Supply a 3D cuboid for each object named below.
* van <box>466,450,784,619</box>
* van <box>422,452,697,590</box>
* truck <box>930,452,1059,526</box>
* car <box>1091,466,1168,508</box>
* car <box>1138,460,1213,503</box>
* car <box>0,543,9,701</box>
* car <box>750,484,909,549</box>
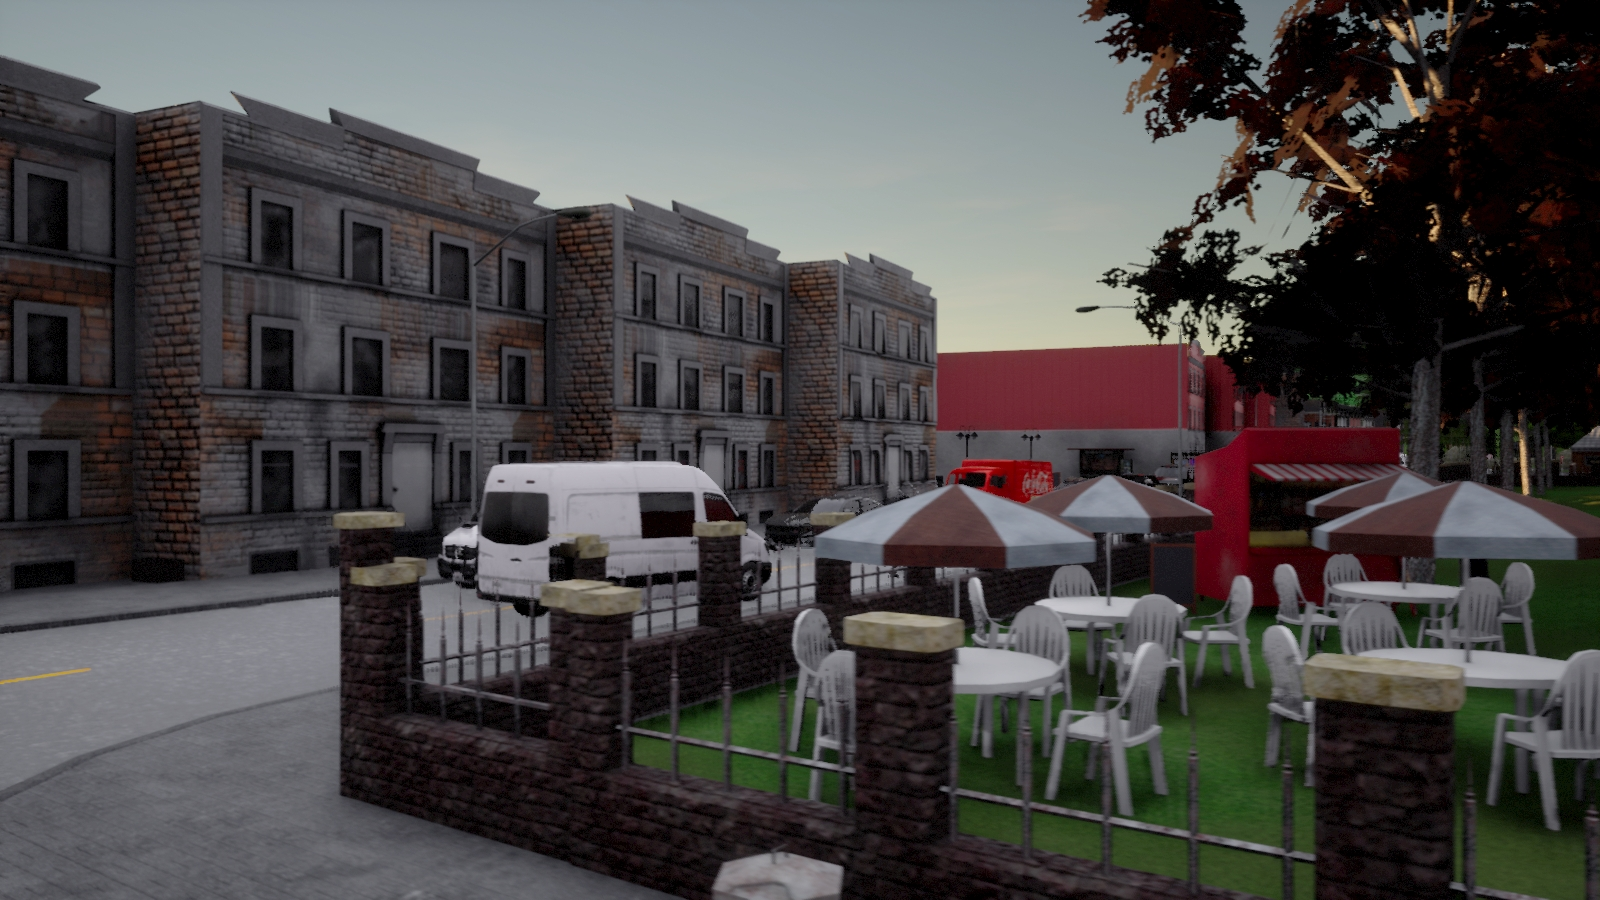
[{"bbox_3d":[-2.849,1.311,20.237,1.988,2.561,5.915,0,-1,35],"label":"van"},{"bbox_3d":[-4.863,1.315,24.167,1.988,2.561,5.915,0,0,35],"label":"van"},{"bbox_3d":[7.102,1.362,41.268,2.627,2.467,5.204,0,-1,35],"label":"truck"},{"bbox_3d":[15.380,1.686,53.169,2.097,1.767,4.553,0,0,35],"label":"car"},{"bbox_3d":[19.339,1.560,58.719,2.150,2.045,5.566,0,0,35],"label":"car"},{"bbox_3d":[-8.872,1.781,9.829,1.851,1.617,3.988,0,0,-9],"label":"car"},{"bbox_3d":[0.935,1.815,32.456,2.097,1.535,5.006,0,0,35],"label":"car"}]
